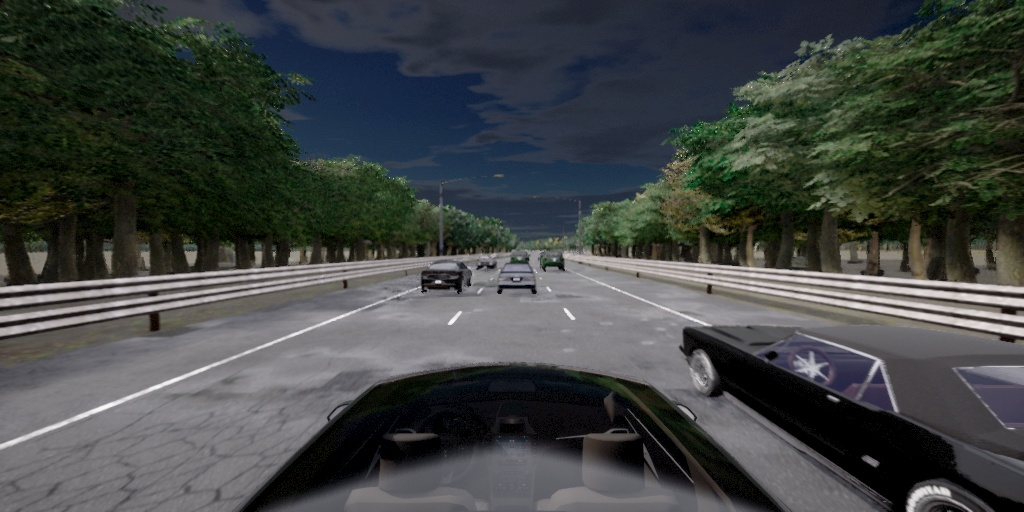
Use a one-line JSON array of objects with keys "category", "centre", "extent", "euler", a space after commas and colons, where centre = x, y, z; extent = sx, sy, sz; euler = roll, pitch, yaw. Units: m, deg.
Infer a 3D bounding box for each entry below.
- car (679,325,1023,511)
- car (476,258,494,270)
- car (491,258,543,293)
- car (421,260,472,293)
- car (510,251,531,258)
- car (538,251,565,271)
[{"category": "car", "centre": [3.505, 1.323, 3.420], "extent": [1.895, 1.301, 4.718], "euler": [0, 1, 0]}, {"category": "car", "centre": [-2.646, 0.816, 38.948], "extent": [1.895, 1.301, 4.718], "euler": [0, 1, 2]}, {"category": "car", "centre": [0.260, 1.038, 18.267], "extent": [2.033, 1.411, 5.357], "euler": [0, 1, 1]}, {"category": "car", "centre": [-3.226, 0.964, 18.390], "extent": [1.882, 1.535, 5.008], "euler": [0, 1, 1]}, {"category": "car", "centre": [0.990, 0.400, 42.289], "extent": [2.150, 2.045, 5.566], "euler": [0, 1, 2]}, {"category": "car", "centre": [4.205, 0.461, 37.424], "extent": [2.150, 2.045, 5.566], "euler": [0, 1, 2]}]
